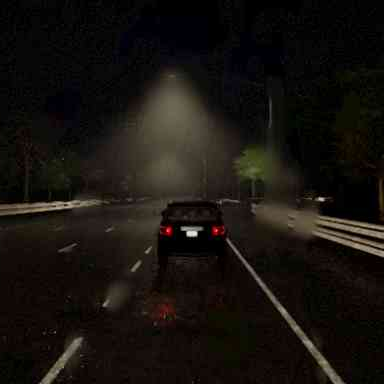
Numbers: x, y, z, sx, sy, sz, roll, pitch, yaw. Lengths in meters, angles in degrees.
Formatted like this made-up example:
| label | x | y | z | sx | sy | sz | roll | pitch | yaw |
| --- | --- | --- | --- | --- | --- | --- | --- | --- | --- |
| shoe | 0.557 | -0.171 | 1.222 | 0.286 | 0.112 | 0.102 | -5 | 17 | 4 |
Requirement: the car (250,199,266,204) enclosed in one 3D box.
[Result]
| label | x | y | z | sx | sy | sz | roll | pitch | yaw |
| --- | --- | --- | --- | --- | --- | --- | --- | --- | --- |
| car | 13.390 | 2.043 | 67.104 | 2.033 | 1.411 | 5.357 | 0 | 0 | 33 |

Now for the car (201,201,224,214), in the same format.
| label | x | y | z | sx | sy | sz | roll | pitch | yaw |
| --- | --- | --- | --- | --- | --- | --- | --- | --- | --- |
| car | 2.691 | 1.871 | 42.314 | 2.033 | 1.411 | 5.357 | 0 | 0 | 15 |

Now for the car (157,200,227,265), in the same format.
| label | x | y | z | sx | sy | sz | roll | pitch | yaw |
| --- | --- | --- | --- | --- | --- | --- | --- | --- | --- |
| car | 0.002 | 1.316 | 12.249 | 2.150 | 2.045 | 5.566 | 0 | 0 | 0 |
